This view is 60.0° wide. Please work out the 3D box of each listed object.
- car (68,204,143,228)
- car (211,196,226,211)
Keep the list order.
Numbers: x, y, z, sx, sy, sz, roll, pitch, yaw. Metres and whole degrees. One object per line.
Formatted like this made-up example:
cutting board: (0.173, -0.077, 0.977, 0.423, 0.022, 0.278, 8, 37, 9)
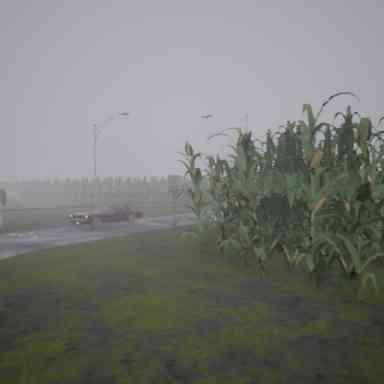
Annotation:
car: (-5.413, 1.480, 21.198, 1.895, 1.301, 4.718, -1, 0, 35)
car: (3.826, 1.072, 34.574, 2.097, 1.767, 4.553, -1, 0, 35)
